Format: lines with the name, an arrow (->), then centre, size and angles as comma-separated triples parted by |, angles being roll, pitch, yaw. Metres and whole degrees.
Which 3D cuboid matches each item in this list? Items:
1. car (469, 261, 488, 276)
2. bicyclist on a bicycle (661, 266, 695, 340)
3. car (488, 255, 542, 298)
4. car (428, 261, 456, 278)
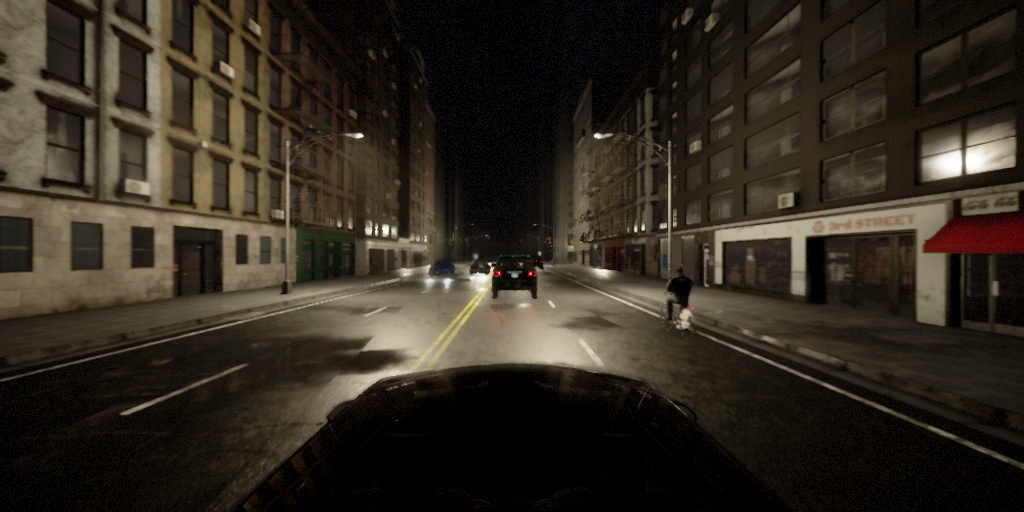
car -> -3.277, 1.273, 37.151 | 2.033, 1.411, 5.357 | 0, 0, 0
bicyclist on a bicycle -> 4.154, 1.127, 9.089 | 0.659, 1.776, 1.843 | 0, 0, 0
car -> 0.130, 0.966, 18.584 | 2.150, 2.045, 5.566 | 0, 0, 0
car -> -6.531, 1.199, 33.896 | 1.882, 1.535, 5.008 | 0, 0, 0
